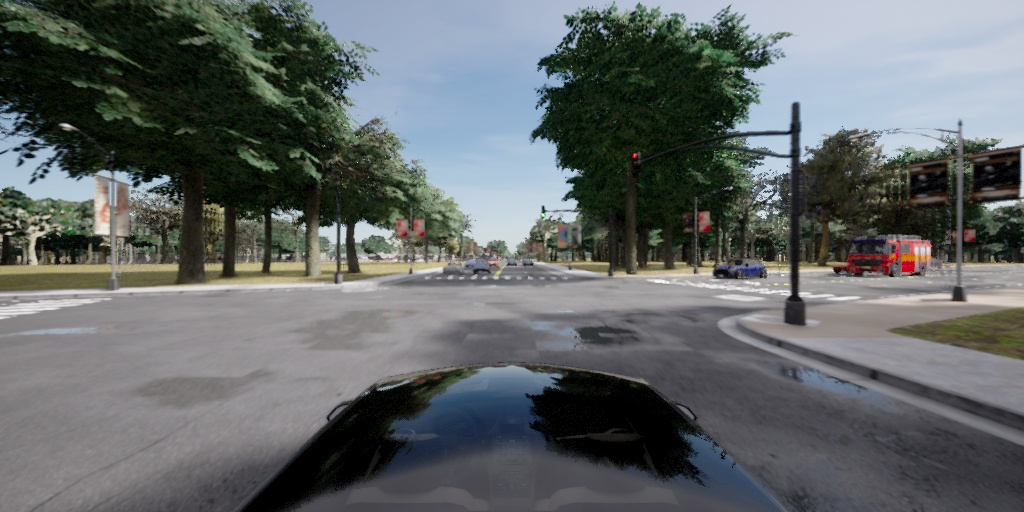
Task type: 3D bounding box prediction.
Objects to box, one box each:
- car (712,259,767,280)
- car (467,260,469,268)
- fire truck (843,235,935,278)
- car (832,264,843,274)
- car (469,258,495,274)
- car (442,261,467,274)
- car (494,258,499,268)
[{"bbox_3d":[19.257,1.020,30.372,4.553,1.767,2.097,0,0,-23],"label":"car"},{"bbox_3d":[-6.508,1.291,58.947,1.812,1.442,4.674,0,0,0],"label":"car"},{"bbox_3d":[35.583,-0.017,33.774,8.468,3.827,2.891,0,0,-23],"label":"fire truck"},{"bbox_3d":[35.789,1.228,37.462,4.718,1.301,1.895,0,0,-23],"label":"car"},{"bbox_3d":[-3.322,1.302,40.697,2.033,1.411,5.357,0,0,0],"label":"car"},{"bbox_3d":[-6.576,1.356,40.492,1.895,1.301,4.718,0,0,0],"label":"car"},{"bbox_3d":[-3.248,1.118,60.916,2.097,1.767,4.553,0,0,0],"label":"car"}]
